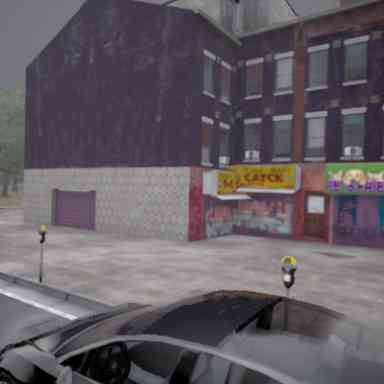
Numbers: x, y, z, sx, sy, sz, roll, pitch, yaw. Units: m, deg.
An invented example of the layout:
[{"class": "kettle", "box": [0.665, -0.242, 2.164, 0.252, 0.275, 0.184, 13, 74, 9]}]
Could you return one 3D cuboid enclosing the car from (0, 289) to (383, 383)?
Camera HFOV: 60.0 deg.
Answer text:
[{"class": "car", "box": [0.109, 1.550, 2.706, 4.313, 1.339, 1.947, 1, 2, 35]}]
